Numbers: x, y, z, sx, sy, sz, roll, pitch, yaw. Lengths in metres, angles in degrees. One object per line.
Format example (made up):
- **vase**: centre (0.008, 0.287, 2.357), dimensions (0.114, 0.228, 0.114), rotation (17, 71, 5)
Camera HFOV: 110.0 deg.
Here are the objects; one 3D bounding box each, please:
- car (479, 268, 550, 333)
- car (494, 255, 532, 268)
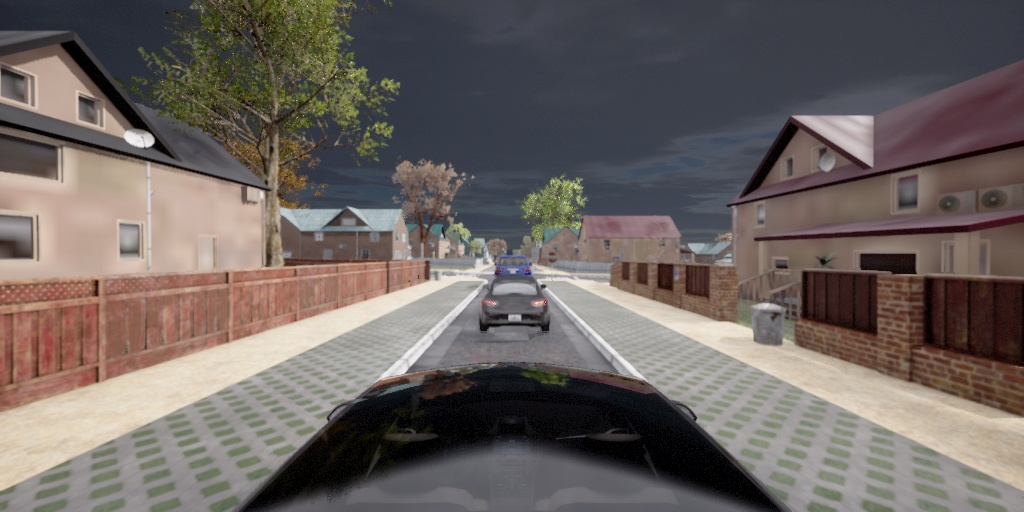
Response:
- **car**: centre (0.080, 1.270, 10.662), dimensions (1.812, 1.442, 4.674), rotation (0, 0, 0)
- **car**: centre (0.068, 0.966, 21.834), dimensions (2.150, 2.045, 5.566), rotation (0, 0, 0)
